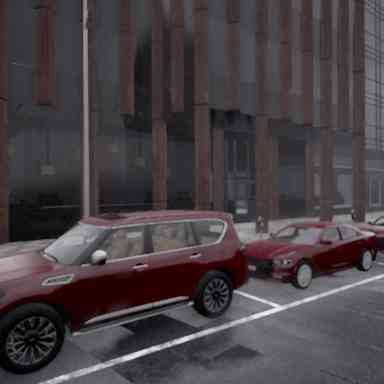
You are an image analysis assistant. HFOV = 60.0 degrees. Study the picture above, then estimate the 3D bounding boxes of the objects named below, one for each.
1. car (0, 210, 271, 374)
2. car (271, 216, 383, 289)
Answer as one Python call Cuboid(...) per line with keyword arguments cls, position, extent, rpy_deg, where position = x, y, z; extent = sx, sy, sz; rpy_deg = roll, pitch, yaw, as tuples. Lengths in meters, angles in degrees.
Cuboid(cls="car", position=(-1.216, 1.299, 5.787), extent=(5.009, 1.841, 2.192), rpy_deg=(-1, 0, -36))
Cuboid(cls="car", position=(3.221, 1.488, 8.967), extent=(4.507, 1.381, 1.887), rpy_deg=(-1, 0, -36))
